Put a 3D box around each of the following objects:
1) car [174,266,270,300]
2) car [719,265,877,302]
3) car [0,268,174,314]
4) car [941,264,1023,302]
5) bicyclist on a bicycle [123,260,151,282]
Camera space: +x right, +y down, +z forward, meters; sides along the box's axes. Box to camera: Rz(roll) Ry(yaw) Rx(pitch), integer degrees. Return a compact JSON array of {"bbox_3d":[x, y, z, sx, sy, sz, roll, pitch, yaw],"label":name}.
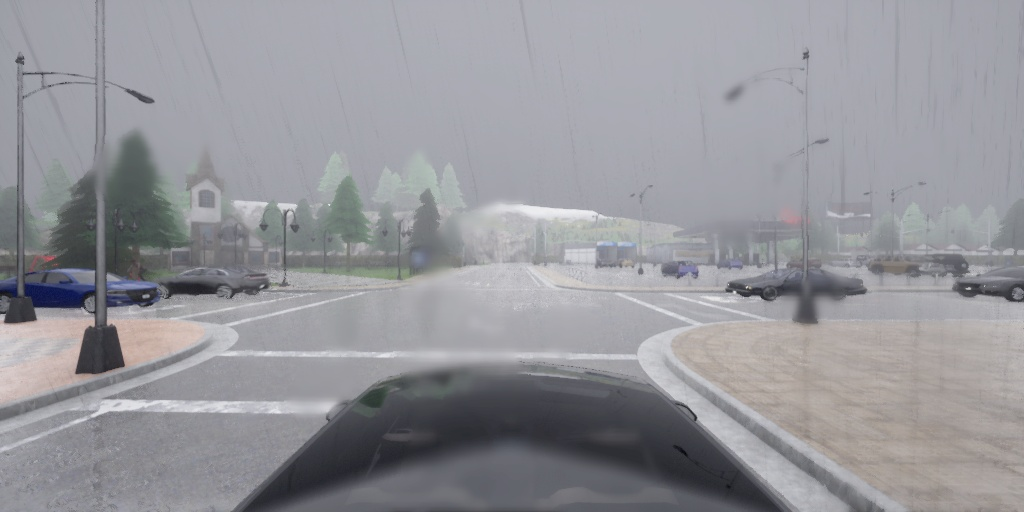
[{"bbox_3d":[-14.131,1.222,16.837,4.902,1.511,2.128,0,0,1],"label":"car"},{"bbox_3d":[12.884,1.279,16.437,5.357,1.411,2.033,0,0,1],"label":"car"},{"bbox_3d":[-15.875,1.210,13.146,5.008,1.535,1.882,0,0,1],"label":"car"},{"bbox_3d":[23.214,1.236,16.297,4.892,1.490,1.837,0,0,1],"label":"car"},{"bbox_3d":[-21.710,1.031,20.713,0.582,1.620,1.656,0,0,1],"label":"bicyclist on a bicycle"}]
